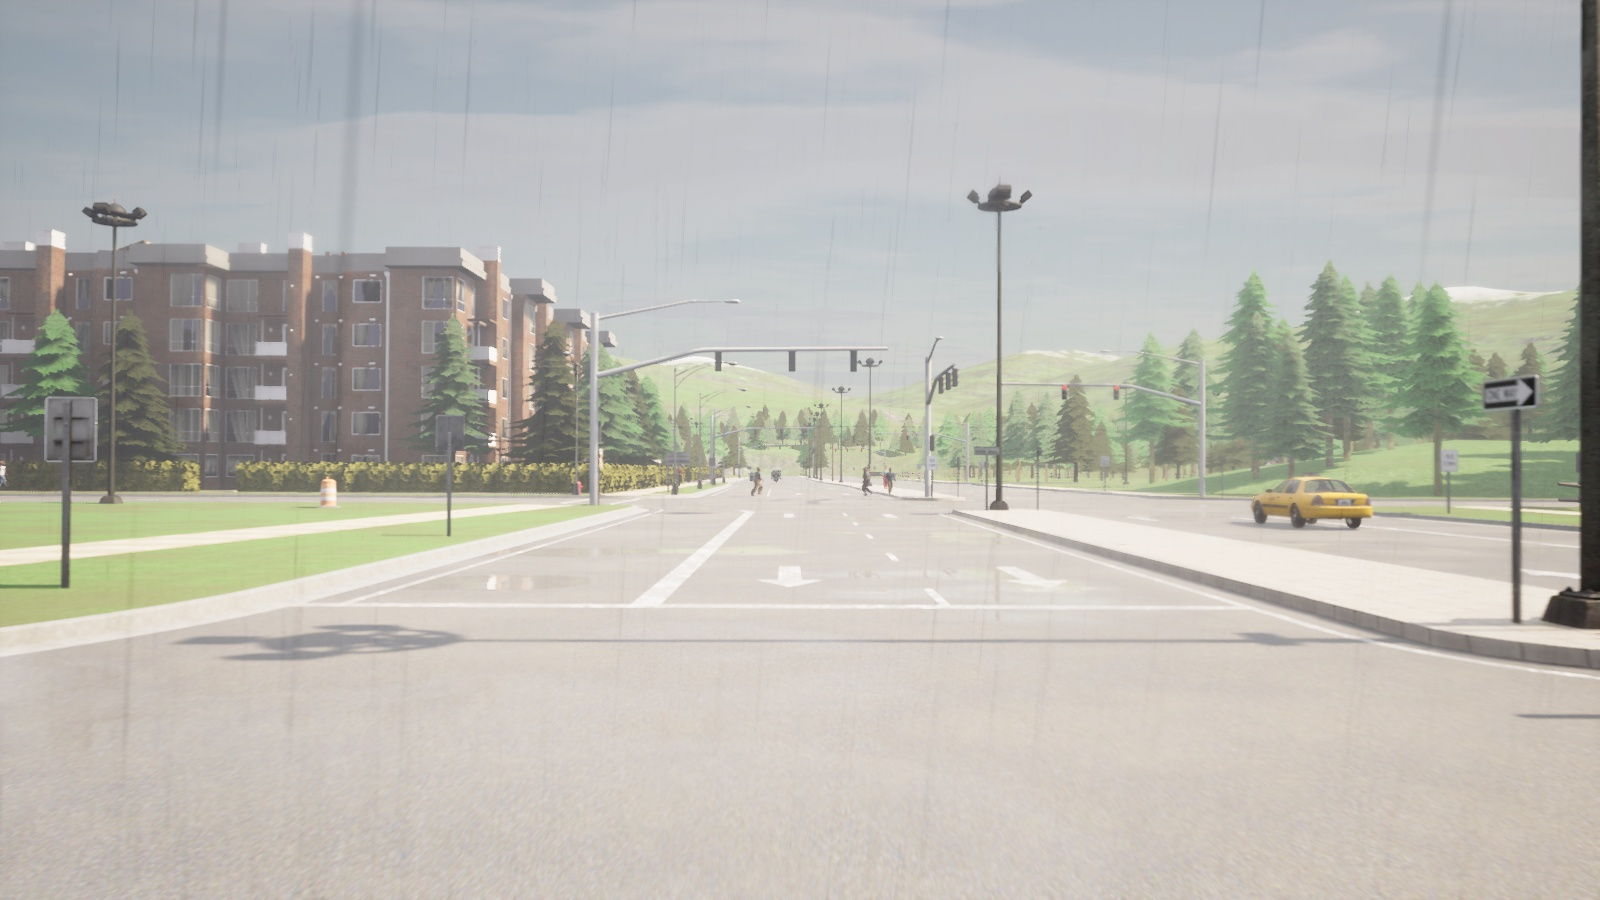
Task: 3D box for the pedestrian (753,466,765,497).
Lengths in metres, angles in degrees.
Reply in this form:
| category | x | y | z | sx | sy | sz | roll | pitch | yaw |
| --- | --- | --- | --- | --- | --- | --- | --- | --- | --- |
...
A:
| category | x | y | z | sx | sy | sz | roll | pitch | yaw |
| --- | --- | --- | --- | --- | --- | --- | --- | --- | --- |
| pedestrian | -2.468 | 1.869 | 74.998 | 0.694 | 1.848 | 0.540 | 0 | -1 | -1 |

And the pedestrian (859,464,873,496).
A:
| category | x | y | z | sx | sy | sz | roll | pitch | yaw |
| --- | --- | --- | --- | --- | --- | --- | --- | --- | --- |
| pedestrian | 3.934 | 1.785 | 74.833 | 0.694 | 1.848 | 0.540 | 0 | -1 | -12 |

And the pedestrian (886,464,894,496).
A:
| category | x | y | z | sx | sy | sz | roll | pitch | yaw |
| --- | --- | --- | --- | --- | --- | --- | --- | --- | --- |
| pedestrian | 5.605 | 1.873 | 78.074 | 0.423 | 1.949 | 0.788 | 0 | -1 | -2 |

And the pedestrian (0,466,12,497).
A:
| category | x | y | z | sx | sy | sz | roll | pitch | yaw |
| --- | --- | --- | --- | --- | --- | --- | --- | --- | --- |
| pedestrian | -47.103 | 1.875 | 74.280 | 0.706 | 1.836 | 0.354 | 0 | -1 | 1 |

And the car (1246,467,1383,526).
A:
| category | x | y | z | sx | sy | sz | roll | pitch | yaw |
| --- | --- | --- | --- | --- | --- | --- | --- | --- | --- |
| car | 14.909 | 1.309 | 36.759 | 1.801 | 1.575 | 5.366 | 0 | -1 | 0 |
